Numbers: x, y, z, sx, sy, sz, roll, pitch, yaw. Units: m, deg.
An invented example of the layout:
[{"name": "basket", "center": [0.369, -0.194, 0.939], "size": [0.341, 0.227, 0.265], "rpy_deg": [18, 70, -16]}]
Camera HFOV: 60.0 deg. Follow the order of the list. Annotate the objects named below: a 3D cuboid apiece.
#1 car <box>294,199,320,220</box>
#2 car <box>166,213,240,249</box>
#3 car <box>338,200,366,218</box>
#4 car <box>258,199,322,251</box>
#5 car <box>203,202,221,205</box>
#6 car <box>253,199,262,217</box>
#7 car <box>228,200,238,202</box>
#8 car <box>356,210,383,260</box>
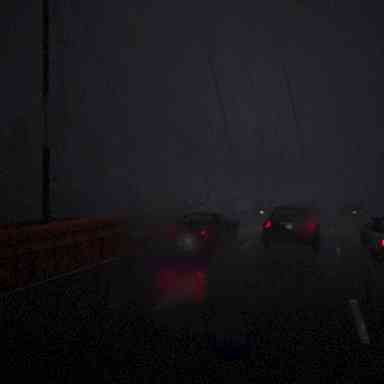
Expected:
[{"name": "car", "center": [9.957, 1.398, 28.584], "size": [1.837, 1.490, 4.892], "rpy_deg": [0, 1, 22]}, {"name": "car", "center": [0.708, 1.544, 14.449], "size": [1.895, 1.301, 4.718], "rpy_deg": [0, 0, 22]}, {"name": "car", "center": [13.558, 1.420, 28.179], "size": [1.812, 1.442, 4.674], "rpy_deg": [0, 0, 21]}, {"name": "car", "center": [4.382, 1.296, 14.227], "size": [2.097, 1.767, 4.553], "rpy_deg": [0, 0, 22]}, {"name": "car", "center": [2.908, 1.155, 49.858], "size": [2.097, 1.767, 4.553], "rpy_deg": [0, 0, 20]}, {"name": "car", "center": [6.700, 1.392, 29.864], "size": [1.837, 1.490, 4.892], "rpy_deg": [0, 1, 22]}, {"name": "car", "center": [6.743, 1.283, 50.127], "size": [1.882, 1.535, 5.008], "rpy_deg": [0, 0, 20]}, {"name": "car", "center": [7.233, 1.557, 11.914], "size": [1.895, 1.301, 4.718], "rpy_deg": [0, 0, 22]}]
